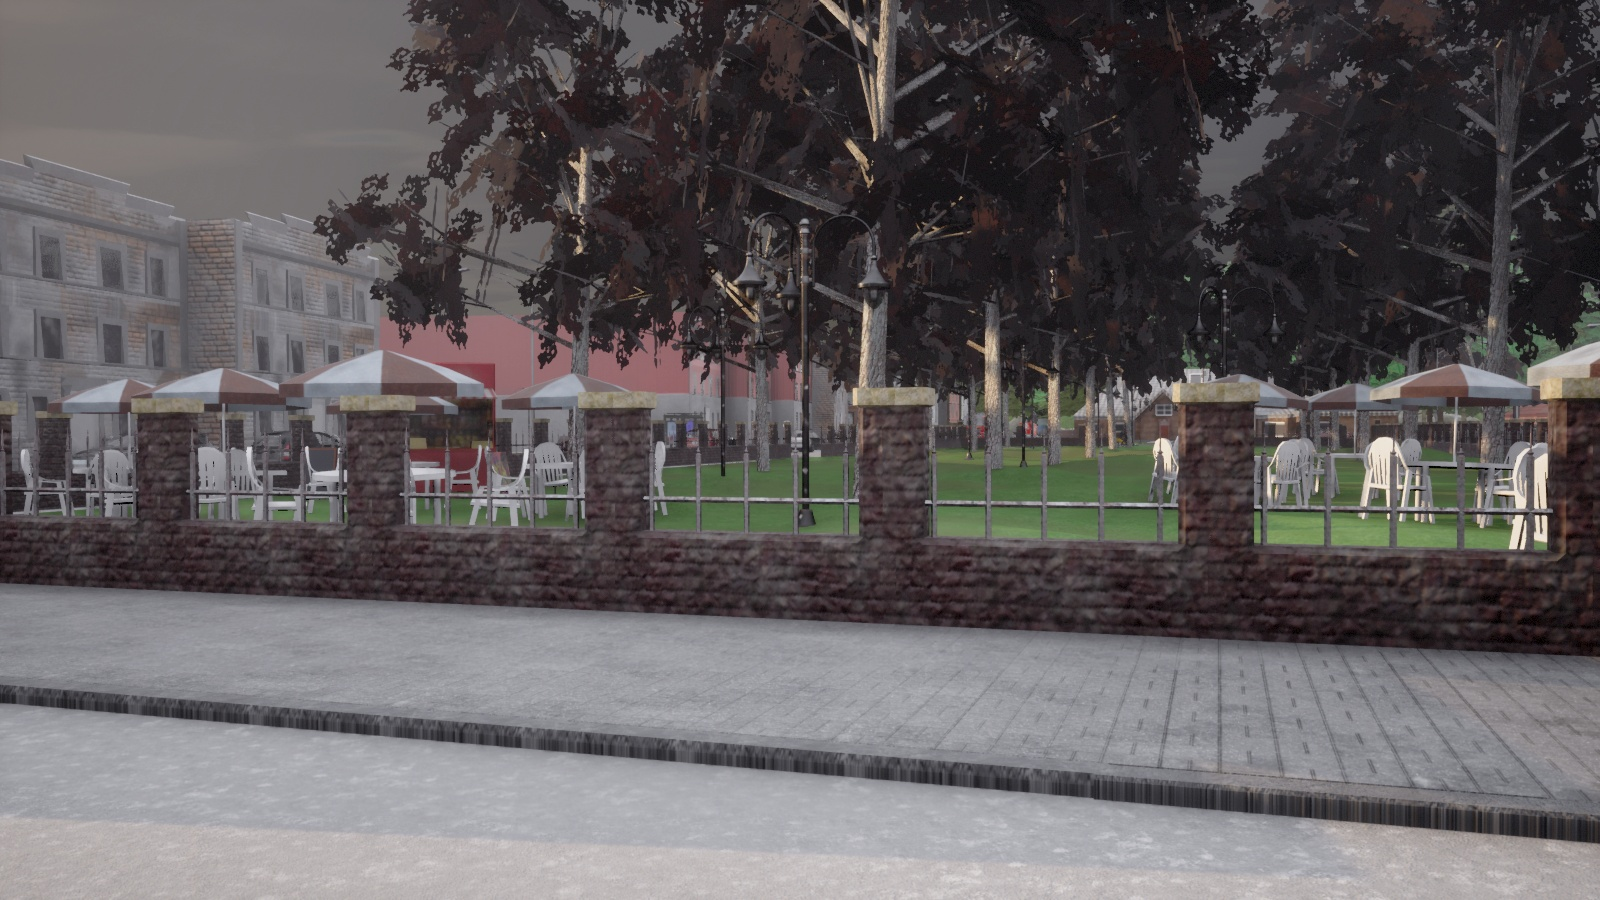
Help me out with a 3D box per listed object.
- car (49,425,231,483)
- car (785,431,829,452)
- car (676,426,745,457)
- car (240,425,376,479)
[{"bbox_3d":[-20.028,0.067,38.369,2.033,1.649,4.856,1,1,18],"label":"car"},{"bbox_3d":[0.499,-0.605,87.355,1.970,1.475,3.806,1,1,19],"label":"car"},{"bbox_3d":[-5.013,-0.482,70.840,2.242,1.667,4.611,1,1,19],"label":"car"},{"bbox_3d":[-15.413,0.033,39.573,1.851,1.617,3.988,1,1,18],"label":"car"}]
